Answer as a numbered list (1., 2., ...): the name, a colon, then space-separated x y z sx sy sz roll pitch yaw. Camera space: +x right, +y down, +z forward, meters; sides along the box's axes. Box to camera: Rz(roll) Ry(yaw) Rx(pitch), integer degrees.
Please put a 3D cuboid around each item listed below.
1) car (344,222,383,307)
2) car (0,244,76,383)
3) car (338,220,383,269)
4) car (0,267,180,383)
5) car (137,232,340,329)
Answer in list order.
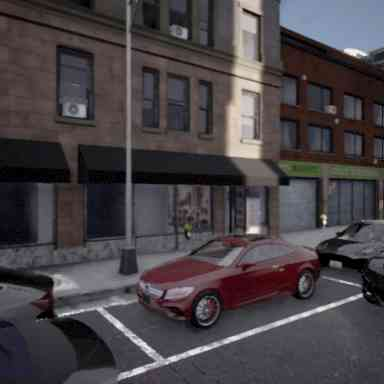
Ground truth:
1. car: 5.493 1.461 6.889 5.008 1.535 1.882 0 0 -35
2. car: -3.720 1.553 3.567 4.313 1.339 1.947 0 0 -35
3. car: 5.605 1.540 10.064 4.313 1.339 1.947 0 0 -35
4. car: -2.629 1.486 1.234 4.902 1.511 2.128 0 0 -35
5. car: 0.942 1.563 6.816 4.206 1.307 1.802 0 0 -35
